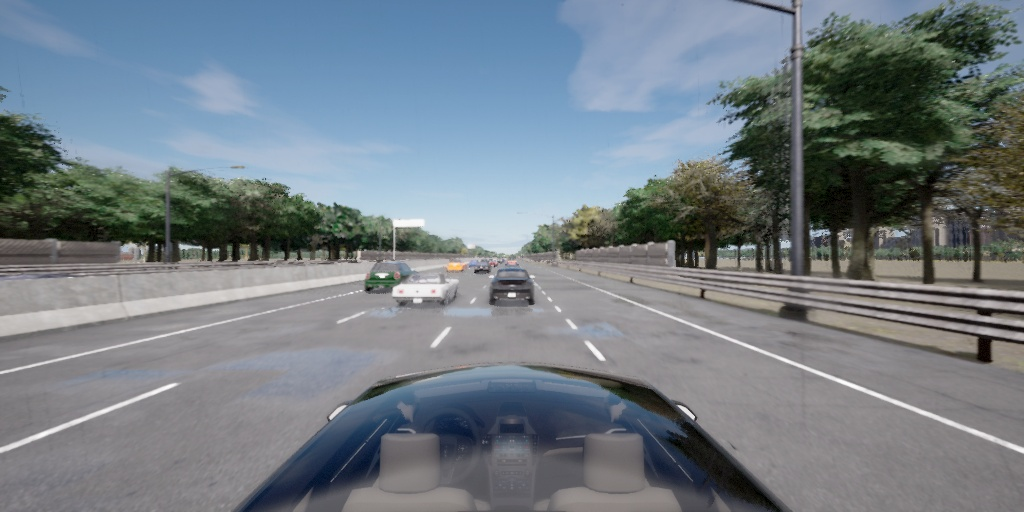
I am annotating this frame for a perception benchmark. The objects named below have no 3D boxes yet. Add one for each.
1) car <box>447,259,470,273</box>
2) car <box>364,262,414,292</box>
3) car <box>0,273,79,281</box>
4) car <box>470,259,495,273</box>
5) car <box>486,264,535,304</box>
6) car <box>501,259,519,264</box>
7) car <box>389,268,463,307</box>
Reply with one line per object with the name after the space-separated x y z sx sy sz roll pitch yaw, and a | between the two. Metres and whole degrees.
-7.008 1.165 46.104 2.097 1.767 4.553 0 0 0 | car
-7.004 1.126 21.469 2.097 1.767 4.553 0 0 0 | car
-17.596 1.327 13.094 1.994 1.385 4.181 0 0 0 | car
-3.504 1.357 43.580 2.033 1.411 5.357 0 0 0 | car
-0.001 1.274 16.382 1.837 1.490 4.892 0 0 0 | car
-0.006 1.372 42.707 1.994 1.385 4.181 0 0 0 | car
-3.503 1.368 15.565 1.895 1.301 4.718 0 0 0 | car
